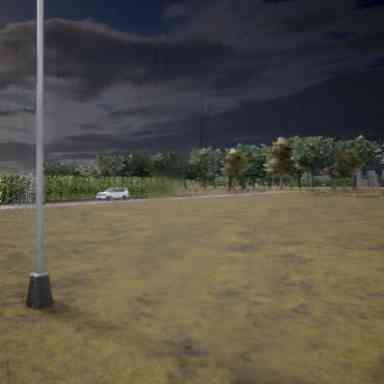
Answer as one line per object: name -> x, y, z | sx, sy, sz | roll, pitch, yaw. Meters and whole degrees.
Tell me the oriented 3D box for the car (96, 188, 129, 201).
car -> -12.527, 0.377, 52.872 | 2.150, 2.045, 5.566 | 0, 1, 35
